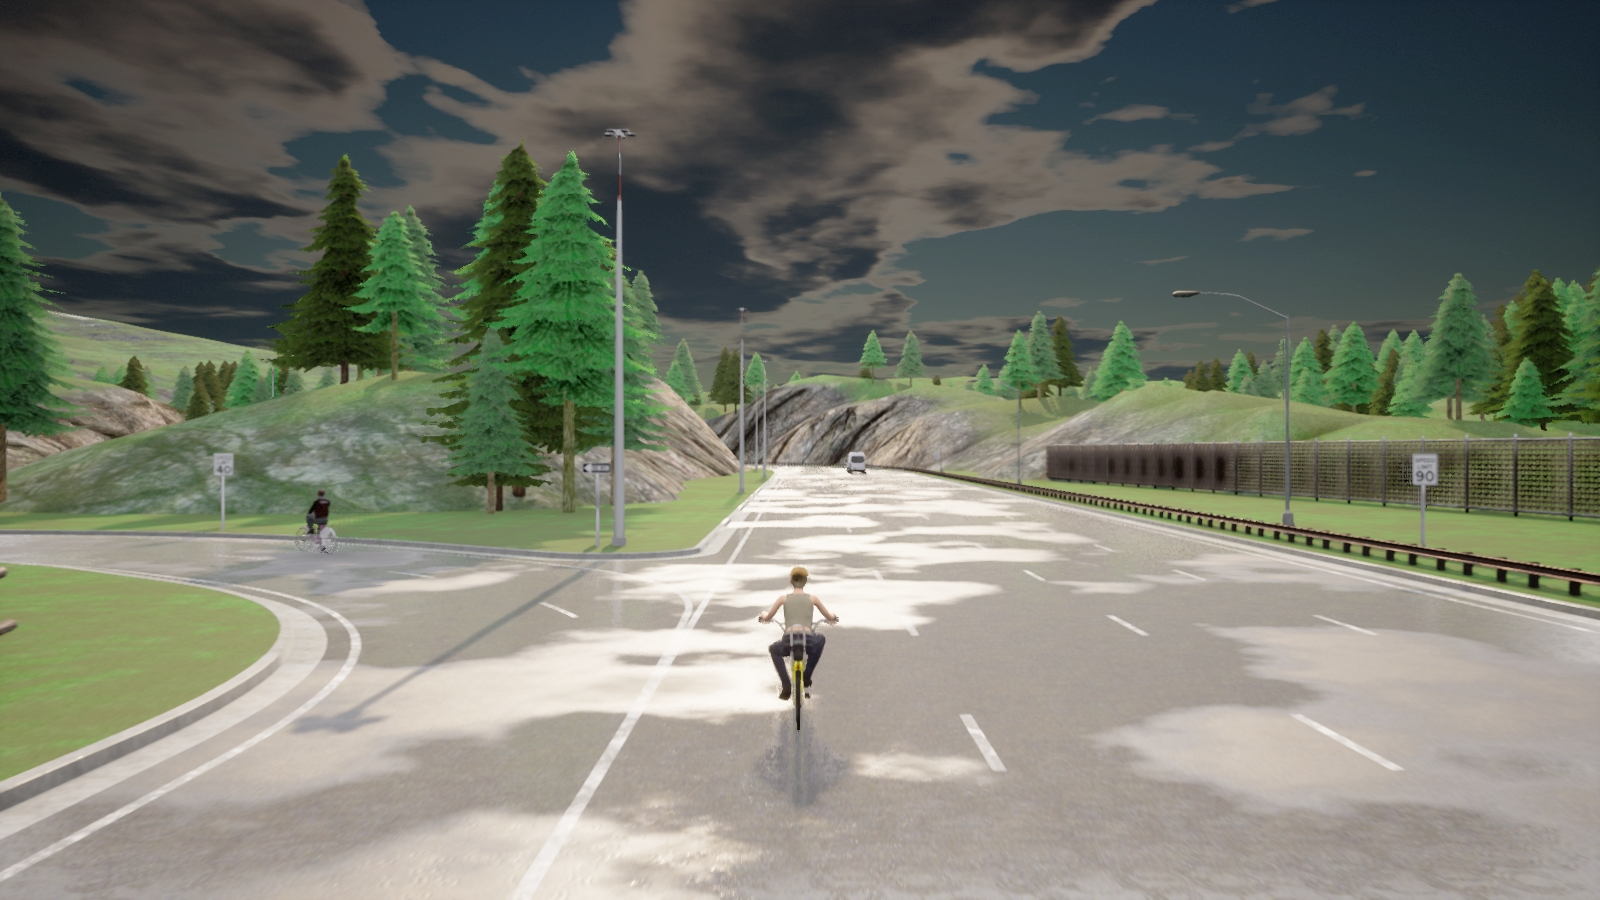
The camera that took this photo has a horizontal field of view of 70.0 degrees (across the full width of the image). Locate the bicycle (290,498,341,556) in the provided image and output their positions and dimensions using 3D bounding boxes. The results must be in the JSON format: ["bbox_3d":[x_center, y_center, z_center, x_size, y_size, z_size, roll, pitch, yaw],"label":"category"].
[{"bbox_3d":[-13.083,2.071,30.830,1.835,1.471,0.329,0,0,35],"label":"bicycle"}]

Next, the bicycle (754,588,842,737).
[{"bbox_3d":[-0.015,2.162,11.881,0.859,1.276,1.487,0,0,0],"label":"bicycle"}]
